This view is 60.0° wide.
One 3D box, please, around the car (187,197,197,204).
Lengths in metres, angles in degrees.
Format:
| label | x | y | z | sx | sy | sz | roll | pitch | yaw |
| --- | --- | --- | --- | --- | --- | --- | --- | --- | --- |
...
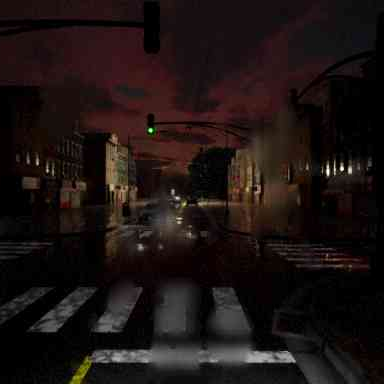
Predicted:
| label | x | y | z | sx | sy | sz | roll | pitch | yaw |
| --- | --- | --- | --- | --- | --- | --- | --- | --- | --- |
| car | -0.015 | 1.620 | 65.914 | 1.994 | 1.385 | 4.181 | 0 | 0 | 0 |

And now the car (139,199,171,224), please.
| label | x | y | z | sx | sy | sz | roll | pitch | yaw |
| --- | --- | --- | --- | --- | --- | --- | --- | --- | --- |
| car | -2.853 | 1.532 | 25.227 | 1.812 | 1.442 | 4.674 | 0 | 0 | 0 |

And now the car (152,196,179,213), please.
| label | x | y | z | sx | sy | sz | roll | pitch | yaw |
| --- | --- | --- | --- | --- | --- | --- | --- | --- | --- |
| car | -2.858 | 1.503 | 36.687 | 2.128 | 1.511 | 4.902 | 0 | 0 | 0 |

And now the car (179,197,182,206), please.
| label | x | y | z | sx | sy | sz | roll | pitch | yaw |
| --- | --- | --- | --- | --- | --- | --- | --- | --- | --- |
| car | -2.788 | 1.534 | 57.410 | 2.128 | 1.511 | 4.902 | 0 | 0 | 0 |

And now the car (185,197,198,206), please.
| label | x | y | z | sx | sy | sz | roll | pitch | yaw |
| --- | --- | --- | --- | --- | --- | --- | --- | --- | --- |
| car | -0.013 | 1.543 | 55.498 | 1.837 | 1.490 | 4.892 | 0 | 0 | 0 |
